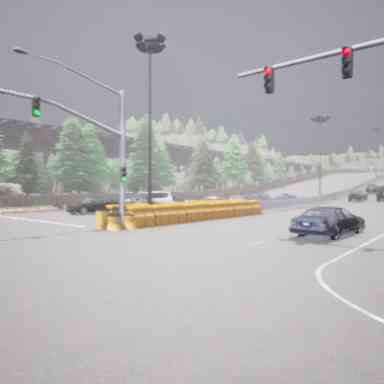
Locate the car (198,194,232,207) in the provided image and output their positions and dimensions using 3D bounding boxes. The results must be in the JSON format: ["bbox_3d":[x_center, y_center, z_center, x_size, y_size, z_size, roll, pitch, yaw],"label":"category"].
[{"bbox_3d":[3.162,1.079,44.725,2.128,1.511,4.902,1,2,40],"label":"car"}]

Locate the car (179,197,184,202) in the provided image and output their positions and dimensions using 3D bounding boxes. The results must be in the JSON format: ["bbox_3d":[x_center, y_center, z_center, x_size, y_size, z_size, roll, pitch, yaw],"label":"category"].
[{"bbox_3d":[-2.837,1.172,37.475,1.837,1.490,4.892,1,1,40],"label":"car"}]

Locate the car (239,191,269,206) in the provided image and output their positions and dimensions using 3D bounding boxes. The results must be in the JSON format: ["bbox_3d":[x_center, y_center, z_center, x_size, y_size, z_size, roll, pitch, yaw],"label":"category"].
[{"bbox_3d":[8.555,0.847,45.752,2.097,1.767,4.553,1,2,40],"label":"car"}]

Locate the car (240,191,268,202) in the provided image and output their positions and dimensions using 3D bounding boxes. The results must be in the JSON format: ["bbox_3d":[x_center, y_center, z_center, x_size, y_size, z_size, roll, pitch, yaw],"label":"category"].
[{"bbox_3d":[9.959,0.704,52.891,2.033,1.411,5.357,1,4,40],"label":"car"}]

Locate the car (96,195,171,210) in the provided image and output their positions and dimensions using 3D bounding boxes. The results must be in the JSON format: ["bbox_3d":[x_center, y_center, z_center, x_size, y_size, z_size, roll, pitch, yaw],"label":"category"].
[{"bbox_3d":[-4.240,1.263,24.839,2.128,1.511,4.902,1,1,40],"label":"car"}]

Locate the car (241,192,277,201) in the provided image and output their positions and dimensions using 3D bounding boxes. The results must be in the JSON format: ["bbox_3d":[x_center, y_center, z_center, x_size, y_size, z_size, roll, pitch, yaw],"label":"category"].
[{"bbox_3d":[7.683,1.018,39.207,2.097,1.767,4.553,1,1,40],"label":"car"}]

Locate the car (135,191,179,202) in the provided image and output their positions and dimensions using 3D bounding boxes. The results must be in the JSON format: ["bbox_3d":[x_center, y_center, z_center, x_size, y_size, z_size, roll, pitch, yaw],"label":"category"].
[{"bbox_3d":[-4.101,0.945,30.475,2.150,2.045,5.566,1,1,40],"label":"car"}]

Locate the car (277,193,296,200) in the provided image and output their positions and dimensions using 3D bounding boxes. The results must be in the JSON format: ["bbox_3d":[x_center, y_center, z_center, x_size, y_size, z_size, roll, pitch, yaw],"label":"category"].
[{"bbox_3d":[12.470,0.939,44.988,2.128,1.511,4.902,1,3,40],"label":"car"}]

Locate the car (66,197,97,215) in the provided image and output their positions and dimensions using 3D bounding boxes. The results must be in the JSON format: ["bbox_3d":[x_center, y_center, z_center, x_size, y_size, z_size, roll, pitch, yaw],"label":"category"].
[{"bbox_3d":[-8.906,1.189,30.176,1.882,1.535,5.008,1,1,40],"label":"car"}]

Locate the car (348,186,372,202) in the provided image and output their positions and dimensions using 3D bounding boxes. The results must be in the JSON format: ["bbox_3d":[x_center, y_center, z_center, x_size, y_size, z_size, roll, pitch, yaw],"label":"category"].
[{"bbox_3d":[23.549,0.481,47.155,1.837,1.490,4.892,1,5,39],"label":"car"}]

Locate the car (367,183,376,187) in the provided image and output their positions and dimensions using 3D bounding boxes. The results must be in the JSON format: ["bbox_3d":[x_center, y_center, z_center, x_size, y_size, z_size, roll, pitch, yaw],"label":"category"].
[{"bbox_3d":[30.306,-0.715,55.351,2.097,1.767,4.553,1,7,39],"label":"car"}]

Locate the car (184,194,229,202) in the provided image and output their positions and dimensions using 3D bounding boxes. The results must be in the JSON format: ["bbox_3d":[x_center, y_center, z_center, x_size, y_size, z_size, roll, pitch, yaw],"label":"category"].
[{"bbox_3d":[1.834,1.205,32.147,1.882,1.535,5.008,1,1,40],"label":"car"}]

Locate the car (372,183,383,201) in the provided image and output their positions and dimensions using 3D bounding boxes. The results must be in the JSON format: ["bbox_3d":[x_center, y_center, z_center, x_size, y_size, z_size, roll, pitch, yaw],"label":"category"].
[{"bbox_3d":[26.951,0.135,45.778,2.150,2.045,5.566,1,5,40],"label":"car"}]

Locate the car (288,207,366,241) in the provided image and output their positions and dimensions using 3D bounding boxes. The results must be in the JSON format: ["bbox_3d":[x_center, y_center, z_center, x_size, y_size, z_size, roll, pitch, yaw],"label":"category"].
[{"bbox_3d":[6.686,1.427,16.214,2.033,1.411,5.357,1,1,44],"label":"car"}]
